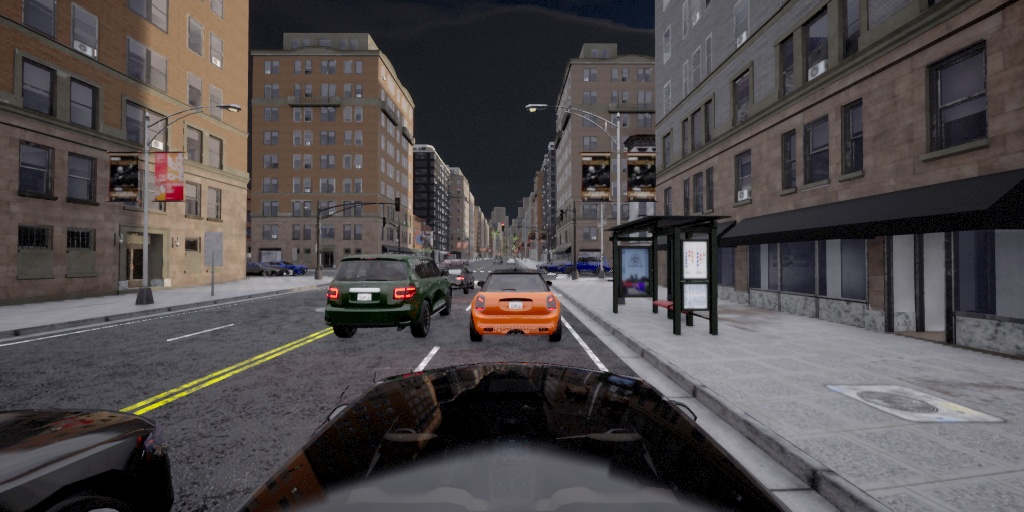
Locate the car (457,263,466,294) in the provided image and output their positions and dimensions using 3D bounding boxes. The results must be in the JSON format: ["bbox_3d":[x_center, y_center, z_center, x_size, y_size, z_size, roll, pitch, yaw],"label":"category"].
[{"bbox_3d":[-3.202,1.283,20.080,1.812,1.442,4.674,0,0,0],"label":"car"}]

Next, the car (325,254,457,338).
[{"bbox_3d":[-3.173,0.974,10.373,2.150,2.045,5.566,0,0,0],"label":"car"}]

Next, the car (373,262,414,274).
[{"bbox_3d":[-13.815,1.357,41.970,4.181,1.385,1.994,0,-1,0],"label":"car"}]

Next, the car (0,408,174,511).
[{"bbox_3d":[-3.144,1.241,0.336,2.128,1.511,4.902,0,0,0],"label":"car"}]

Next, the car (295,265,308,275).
[{"bbox_3d":[-22.793,1.151,35.228,5.008,1.535,1.882,0,-1,0],"label":"car"}]

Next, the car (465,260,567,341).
[{"bbox_3d":[0.079,1.105,9.988,2.097,1.767,4.553,0,0,0],"label":"car"}]

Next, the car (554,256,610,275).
[{"bbox_3d":[7.763,1.044,38.869,5.566,2.045,2.150,0,-1,0],"label":"car"}]

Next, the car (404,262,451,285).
[{"bbox_3d":[-6.297,1.257,27.461,2.033,1.411,5.357,0,1,4],"label":"car"}]

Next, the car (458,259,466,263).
[{"bbox_3d":[-9.966,1.297,64.364,1.812,1.442,4.674,0,0,0],"label":"car"}]

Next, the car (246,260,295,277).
[{"bbox_3d":[-22.923,1.177,31.978,5.357,1.411,2.033,0,-1,0],"label":"car"}]
